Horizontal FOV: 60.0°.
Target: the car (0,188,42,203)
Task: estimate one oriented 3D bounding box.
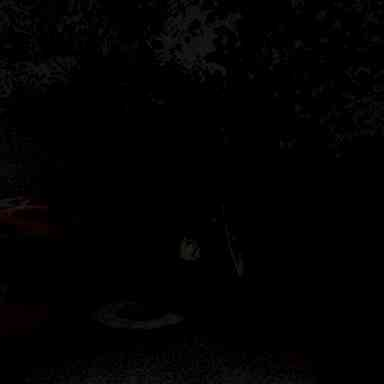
[{"bbox_3d":[-19.292,0.416,36.793,4.792,1.488,2.163,1,2,-30],"label":"car"}]

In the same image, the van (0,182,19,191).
[{"bbox_3d":[-42.963,-1.291,77.470,4.442,1.987,1.878,1,1,-30],"label":"van"}]

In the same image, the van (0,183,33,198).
[{"bbox_3d":[-24.683,-0.190,46.306,4.442,1.987,1.878,1,1,-30],"label":"van"}]

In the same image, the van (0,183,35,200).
[{"bbox_3d":[-22.099,-0.023,41.385,4.442,1.987,1.878,1,1,-30],"label":"van"}]

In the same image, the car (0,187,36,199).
[{"bbox_3d":[-23.401,0.117,43.857,5.008,1.535,2.097,1,1,-30],"label":"car"}]

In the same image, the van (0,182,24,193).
[{"bbox_3d":[-34.444,-0.783,63.196,4.442,1.987,1.878,1,1,-30],"label":"van"}]

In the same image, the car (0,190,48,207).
[{"bbox_3d":[-16.510,0.628,31.863,4.792,1.488,2.163,1,2,-30],"label":"car"}]

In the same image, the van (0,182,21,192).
[{"bbox_3d":[-39.986,-1.119,72.785,4.442,1.987,1.878,1,1,-30],"label":"van"}]

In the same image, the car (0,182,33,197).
[{"bbox_3d":[-27.578,-0.386,51.027,5.566,2.045,2.435,1,1,-30],"label":"car"}]

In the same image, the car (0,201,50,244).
[{"bbox_3d":[-6.858,1.351,15.204,5.008,1.535,2.097,1,2,-30],"label":"car"}]

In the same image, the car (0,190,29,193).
[{"bbox_3d":[-12.492,0.917,24.594,5.366,1.575,1.946,1,2,-30],"label":"car"}]

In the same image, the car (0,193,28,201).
[{"bbox_3d":[-8.208,1.118,17.617,4.553,1.767,2.185,1,2,-30],"label":"car"}]

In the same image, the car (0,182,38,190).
[{"bbox_3d":[-15.067,0.456,29.488,5.566,2.045,2.435,1,2,-30],"label":"car"}]

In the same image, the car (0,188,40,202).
[{"bbox_3d":[-20.612,0.324,39.077,4.792,1.488,2.163,1,1,-30],"label":"car"}]

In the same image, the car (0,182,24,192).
[{"bbox_3d":[-38.725,-1.063,70.315,5.566,2.045,2.435,1,1,-30],"label":"car"}]

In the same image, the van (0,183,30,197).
[{"bbox_3d":[-26.271,-0.278,48.586,4.442,1.987,1.878,1,1,-30],"label":"van"}]
